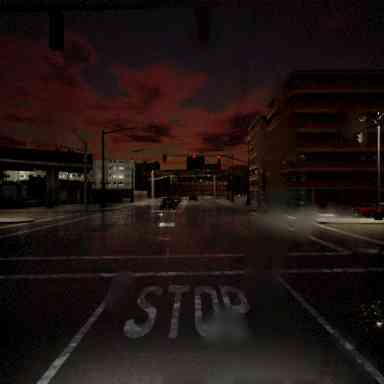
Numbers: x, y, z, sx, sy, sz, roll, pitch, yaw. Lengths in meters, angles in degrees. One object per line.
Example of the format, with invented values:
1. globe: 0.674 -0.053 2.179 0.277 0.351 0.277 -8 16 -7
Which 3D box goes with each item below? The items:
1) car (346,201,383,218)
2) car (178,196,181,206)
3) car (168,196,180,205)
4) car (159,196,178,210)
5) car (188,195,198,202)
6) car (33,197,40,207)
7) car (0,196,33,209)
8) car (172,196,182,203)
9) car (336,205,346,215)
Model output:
1. car: 16.299 1.601 28.660 4.718 1.301 1.895 0 0 -3
2. car: -3.215 1.352 52.709 2.097 1.767 4.553 0 0 0
3. car: -3.271 1.478 61.891 1.882 1.535 5.008 0 0 0
4. car: -3.101 1.505 43.504 1.837 1.490 4.892 0 0 -1
5. car: 0.204 1.347 72.175 1.837 1.490 4.892 0 0 0
6. car: -24.033 1.456 47.815 3.806 1.475 1.970 0 0 1
7. car: -23.315 1.295 42.064 4.611 1.667 2.242 0 0 1
8. car: -3.294 1.552 71.916 1.994 1.385 4.181 0 0 0
9. car: 16.215 1.564 32.143 4.181 1.385 1.994 0 0 1
